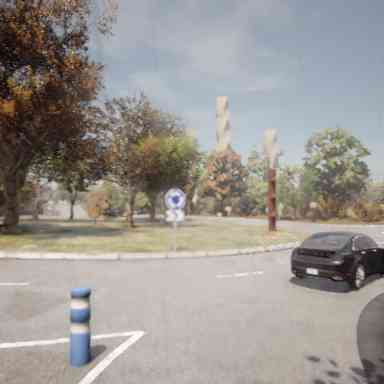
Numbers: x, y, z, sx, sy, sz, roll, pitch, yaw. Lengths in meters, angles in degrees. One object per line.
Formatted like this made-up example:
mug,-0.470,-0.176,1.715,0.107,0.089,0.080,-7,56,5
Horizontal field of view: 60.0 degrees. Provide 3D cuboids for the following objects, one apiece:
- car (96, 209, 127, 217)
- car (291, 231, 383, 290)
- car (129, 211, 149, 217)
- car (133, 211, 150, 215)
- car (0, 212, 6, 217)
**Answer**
car,-15.025,3.835,60.969,4.892,1.490,1.837,0,-2,-6
car,5.041,2.059,10.943,1.837,1.490,4.892,-2,-4,45
car,-14.819,6.070,92.620,5.008,1.535,2.097,1,-5,-22
car,-13.794,5.836,90.074,4.892,1.521,2.231,1,-5,-22
car,-32.004,2.900,52.442,2.150,2.045,5.566,-1,-4,44
